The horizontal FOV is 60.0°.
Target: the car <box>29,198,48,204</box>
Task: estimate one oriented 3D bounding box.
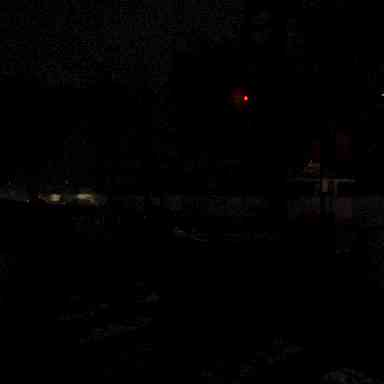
[{"bbox_3d":[-22.670,1.505,48.972,1.994,1.385,4.181,-1,0,-35],"label":"car"}]

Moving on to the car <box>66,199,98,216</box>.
[{"bbox_3d":[-10.407,1.384,31.339,1.882,1.535,5.008,-1,1,-35],"label":"car"}]

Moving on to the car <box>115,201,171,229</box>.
[{"bbox_3d":[-3.187,1.368,21.052,1.882,1.535,5.008,-1,0,-35],"label":"car"}]
